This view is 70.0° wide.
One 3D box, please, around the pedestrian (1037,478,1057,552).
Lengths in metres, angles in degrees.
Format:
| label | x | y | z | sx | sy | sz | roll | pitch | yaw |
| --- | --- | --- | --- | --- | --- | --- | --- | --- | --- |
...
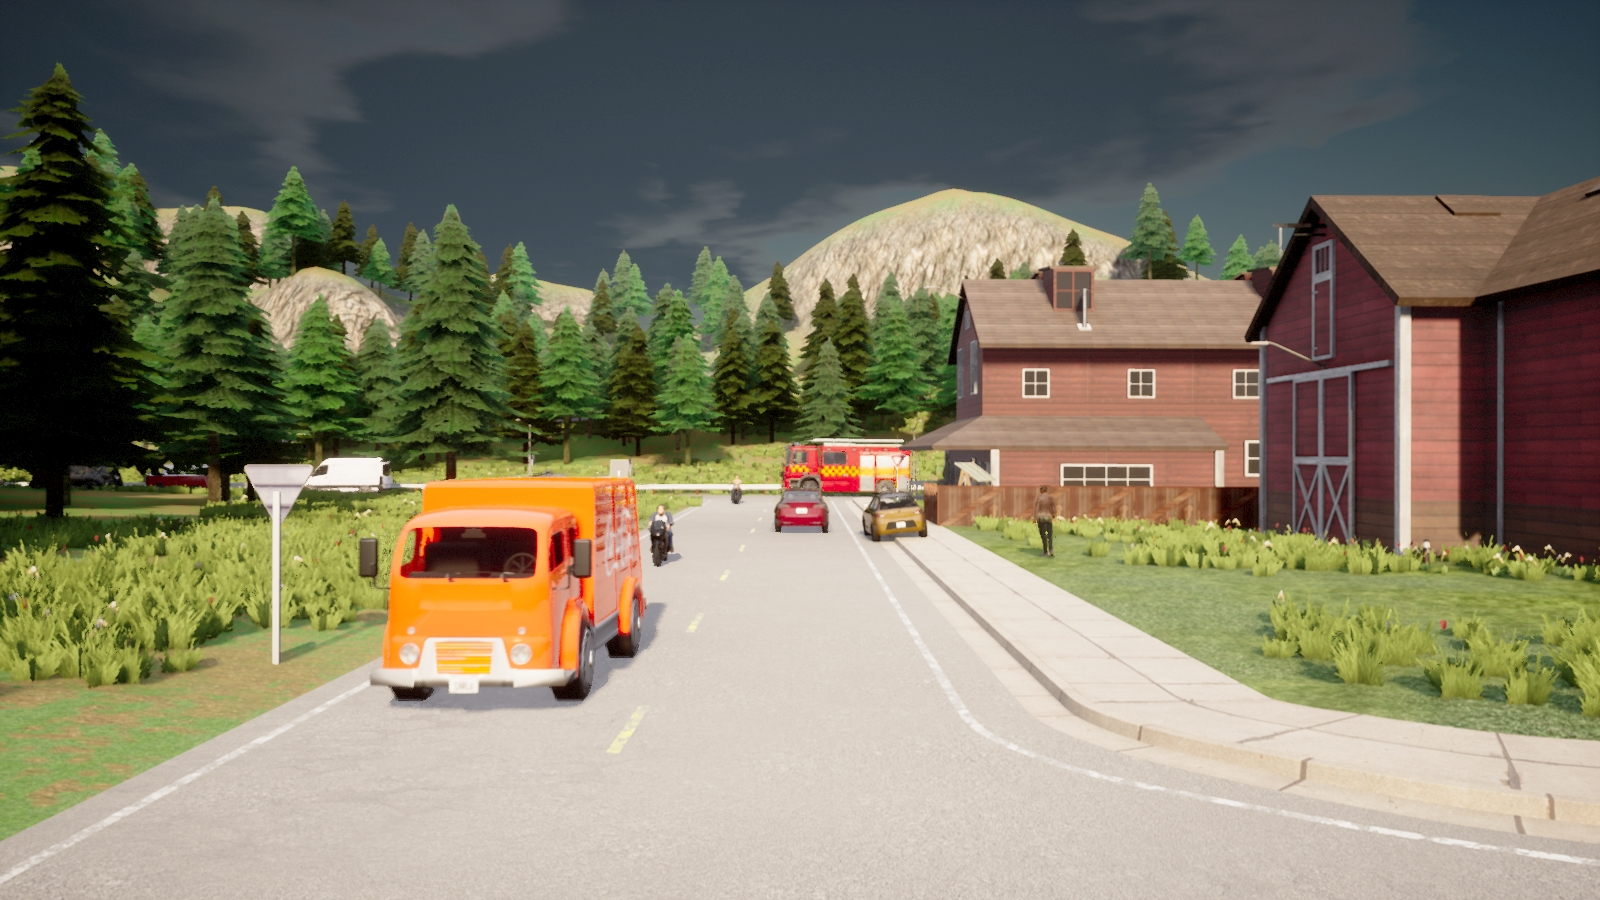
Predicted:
| label | x | y | z | sx | sy | sz | roll | pitch | yaw |
| --- | --- | --- | --- | --- | --- | --- | --- | --- | --- |
| pedestrian | 6.242 | 1.638 | 28.909 | 0.375 | 1.860 | 0.375 | 0 | 0 | -10 |

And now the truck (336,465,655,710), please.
| label | x | y | z | sx | sy | sz | roll | pitch | yaw |
| --- | --- | --- | --- | --- | --- | --- | --- | --- | --- |
| truck | -3.478 | 1.454 | 14.417 | 2.627 | 2.467 | 5.204 | 0 | 0 | 0 |

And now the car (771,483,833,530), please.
| label | x | y | z | sx | sy | sz | roll | pitch | yaw |
| --- | --- | --- | --- | --- | --- | --- | --- | --- | --- |
| car | 0.062 | 2.027 | 42.096 | 2.163 | 1.488 | 4.792 | 0 | 0 | 0 |

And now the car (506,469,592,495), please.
| label | x | y | z | sx | sy | sz | roll | pitch | yaw |
| --- | --- | --- | --- | --- | --- | --- | --- | --- | --- |
| car | -16.755 | 2.119 | 76.432 | 5.238 | 1.638 | 2.097 | 0 | 0 | 0 |

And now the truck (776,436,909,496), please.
| label | x | y | z | sx | sy | sz | roll | pitch | yaw |
| --- | --- | --- | --- | --- | --- | --- | --- | --- | --- |
| truck | 2.773 | 1.067 | 75.643 | 8.468 | 3.827 | 2.891 | 1 | -1 | -6 |
